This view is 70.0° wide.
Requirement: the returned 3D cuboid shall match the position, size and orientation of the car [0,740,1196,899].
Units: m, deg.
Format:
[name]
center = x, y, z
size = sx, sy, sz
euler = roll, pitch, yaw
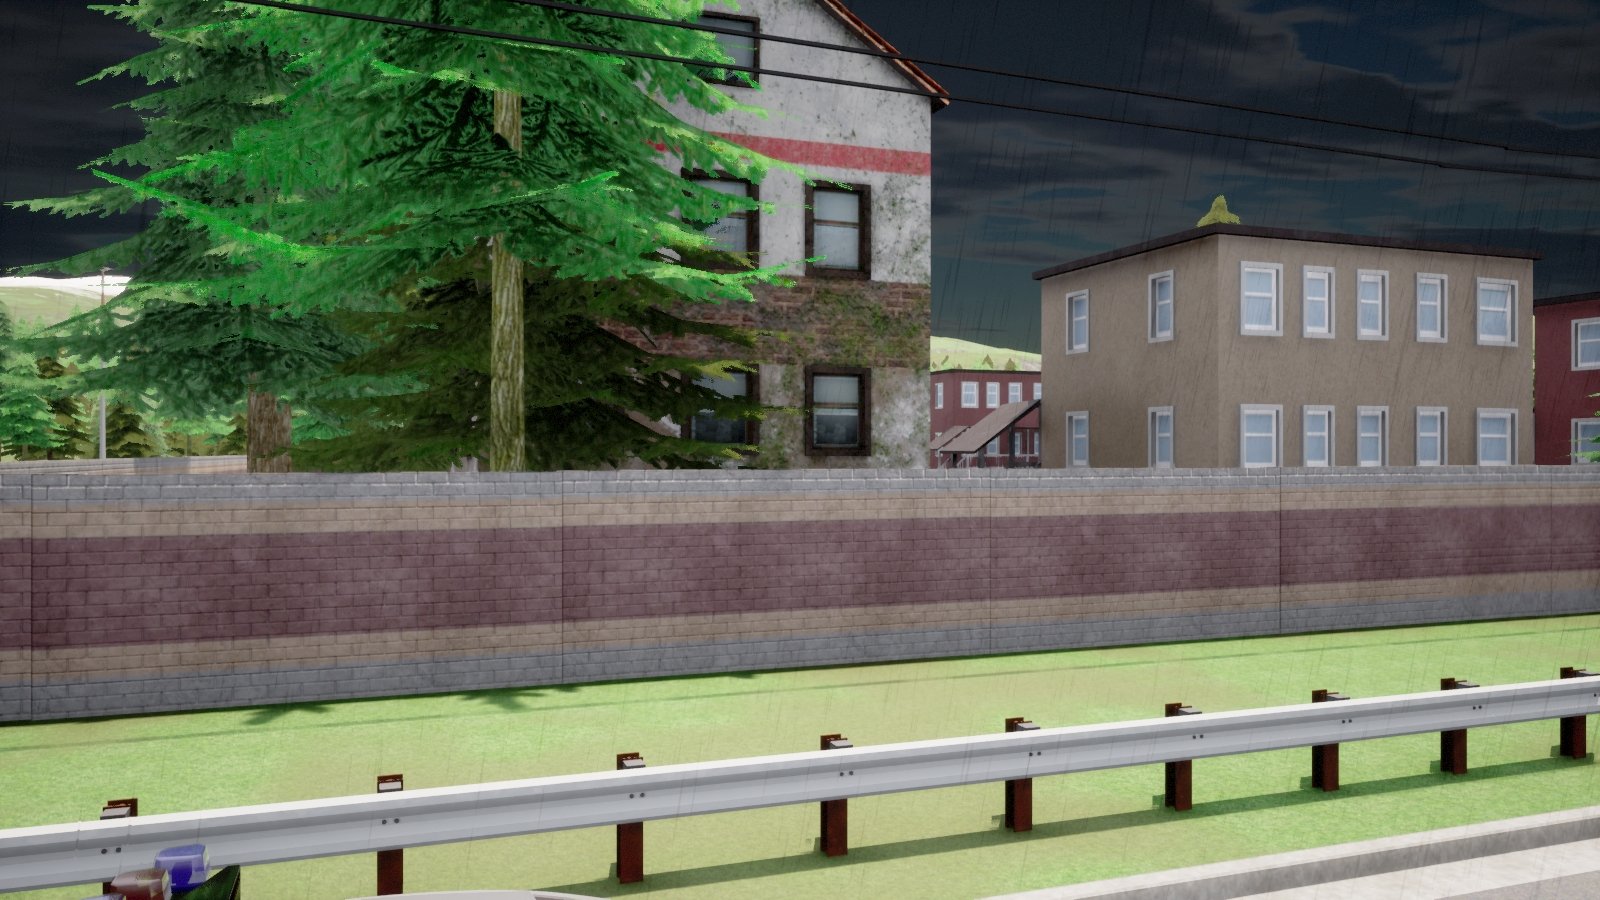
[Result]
[car]
center = -1.671, 1.982, 2.695
size = 5.238, 1.638, 2.097
euler = 0, 0, -20
